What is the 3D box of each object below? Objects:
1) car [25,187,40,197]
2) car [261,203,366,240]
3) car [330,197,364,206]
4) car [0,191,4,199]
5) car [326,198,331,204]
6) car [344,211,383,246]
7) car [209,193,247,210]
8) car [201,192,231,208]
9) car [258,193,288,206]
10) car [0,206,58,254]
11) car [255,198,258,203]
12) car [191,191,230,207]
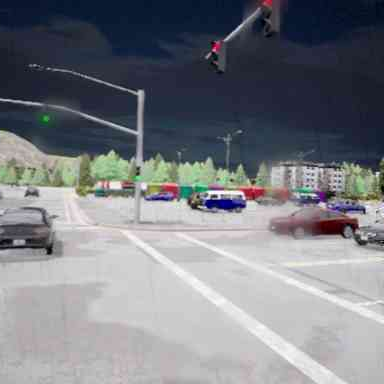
[{"bbox_3d":[-27.221,-0.068,56.865,2.097,1.767,4.553,2,1,-21],"label":"car"},{"bbox_3d":[6.399,1.584,17.515,5.008,1.535,1.882,2,1,-21],"label":"car"},{"bbox_3d":[20.910,1.779,44.126,3.806,1.475,1.970,2,1,-21],"label":"car"},{"bbox_3d":[-25.681,0.347,42.875,1.895,1.301,4.718,2,1,-21],"label":"car"},{"bbox_3d":[30.142,1.892,68.855,3.806,1.475,1.970,2,1,-21],"label":"car"},{"bbox_3d":[9.490,1.758,14.937,4.674,1.442,1.812,2,1,-21],"label":"car"},{"bbox_3d":[4.753,1.227,44.131,3.806,1.475,1.970,2,1,-21],"label":"car"},{"bbox_3d":[3.724,1.138,46.836,3.905,1.438,1.784,2,1,-21],"label":"car"},{"bbox_3d":[14.818,1.199,59.879,4.605,1.855,1.932,2,1,-21],"label":"car"},{"bbox_3d":[-5.822,1.232,11.727,1.812,1.442,4.674,2,1,-22],"label":"car"},{"bbox_3d":[13.839,1.354,62.609,3.905,1.438,1.784,2,1,-21],"label":"car"},{"bbox_3d":[2.729,0.873,49.323,4.605,1.855,1.932,2,1,-21],"label":"car"}]
